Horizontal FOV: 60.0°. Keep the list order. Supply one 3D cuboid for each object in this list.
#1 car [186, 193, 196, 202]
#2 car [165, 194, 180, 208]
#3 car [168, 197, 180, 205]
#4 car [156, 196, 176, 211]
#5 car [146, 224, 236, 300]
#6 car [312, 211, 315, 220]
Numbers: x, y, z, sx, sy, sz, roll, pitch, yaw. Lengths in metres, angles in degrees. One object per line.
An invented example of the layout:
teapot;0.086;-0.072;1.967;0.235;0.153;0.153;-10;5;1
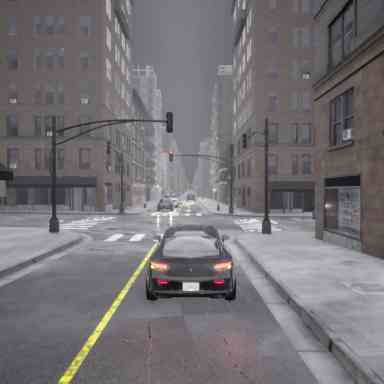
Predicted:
car;-0.248;1.358;81.772;2.150;2.045;5.566;0;0;0
car;-3.249;1.292;50.897;2.150;2.045;5.566;0;0;0
car;-3.250;1.639;61.476;2.033;1.411;5.357;0;0;0
car;-3.236;1.556;40.842;1.837;1.490;4.892;0;0;-2
car;-0.018;1.527;8.236;1.812;1.442;4.674;0;0;0
car;12.276;1.721;26.856;5.008;1.535;1.882;1;0;-1
